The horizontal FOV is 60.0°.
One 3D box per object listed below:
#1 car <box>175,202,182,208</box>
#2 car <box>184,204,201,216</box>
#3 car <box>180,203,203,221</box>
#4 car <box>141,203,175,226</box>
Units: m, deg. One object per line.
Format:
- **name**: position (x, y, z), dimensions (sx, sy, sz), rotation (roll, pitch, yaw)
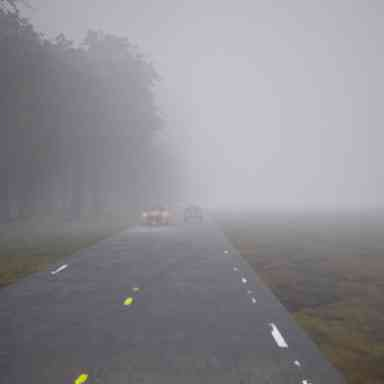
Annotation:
- **car**: position (-2.684, 2.674, 67.828), dimensions (1.812, 1.442, 4.674), rotation (0, -1, 0)
- **car**: position (0.106, 2.249, 43.021), dimensions (1.994, 1.385, 4.181), rotation (0, -1, 1)
- **car**: position (0.127, 2.050, 32.239), dimensions (2.033, 1.411, 5.357), rotation (0, -1, 0)
- **car**: position (-2.824, 1.772, 27.257), dimensions (2.097, 1.767, 4.553), rotation (0, -1, 0)
